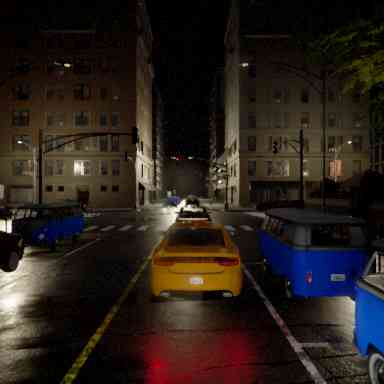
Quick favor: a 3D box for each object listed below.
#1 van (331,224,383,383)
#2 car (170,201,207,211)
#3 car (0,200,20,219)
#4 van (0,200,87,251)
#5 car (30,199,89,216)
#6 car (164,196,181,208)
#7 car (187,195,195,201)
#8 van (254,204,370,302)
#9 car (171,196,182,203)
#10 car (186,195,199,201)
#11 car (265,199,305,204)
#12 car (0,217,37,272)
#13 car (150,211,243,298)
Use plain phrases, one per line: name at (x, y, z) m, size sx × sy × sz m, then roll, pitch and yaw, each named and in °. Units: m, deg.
van at (2.679, 1.341, 2.331) m, size 1.690 × 1.788 × 3.998 m, roll 0°, pitch 0°, yaw 0°
car at (0.074, 1.486, 17.995) m, size 2.128 × 1.511 × 4.902 m, roll 0°, pitch 0°, yaw 0°
car at (-17.904, 1.487, 28.880) m, size 4.902 × 1.511 × 2.128 m, roll 0°, pitch 0°, yaw -1°
van at (-5.798, 1.338, 13.676) m, size 1.690 × 1.788 × 3.998 m, roll 0°, pitch 0°, yaw 0°
car at (-12.758, 1.498, 32.377) m, size 4.902 × 1.511 × 2.128 m, roll 0°, pitch 0°, yaw -1°
car at (-3.055, 1.463, 48.954) m, size 1.882 × 1.535 × 5.008 m, roll 0°, pitch 0°, yaw 0°
car at (-0.318, 1.584, 88.828) m, size 1.895 × 1.301 × 4.718 m, roll 0°, pitch 0°, yaw -1°
van at (2.704, 1.340, 7.989) m, size 1.690 × 1.788 × 3.998 m, roll 0°, pitch 0°, yaw 0°
car at (-3.148, 1.522, 69.727) m, size 2.033 × 1.411 × 5.357 m, roll 0°, pitch 0°, yaw -1°
car at (0.059, 1.336, 53.560) m, size 2.097 × 1.767 × 4.553 m, roll 0°, pitch 0°, yaw 0°
car at (9.755, 1.550, 32.586) m, size 4.181 × 1.385 × 1.994 m, roll 0°, pitch 0°, yaw -1°
car at (-5.823, 1.544, 8.016) m, size 1.887 × 1.381 × 4.507 m, roll 0°, pitch 0°, yaw 0°
car at (0.113, 1.477, 8.576) m, size 1.882 × 1.535 × 5.008 m, roll 0°, pitch 0°, yaw 1°
